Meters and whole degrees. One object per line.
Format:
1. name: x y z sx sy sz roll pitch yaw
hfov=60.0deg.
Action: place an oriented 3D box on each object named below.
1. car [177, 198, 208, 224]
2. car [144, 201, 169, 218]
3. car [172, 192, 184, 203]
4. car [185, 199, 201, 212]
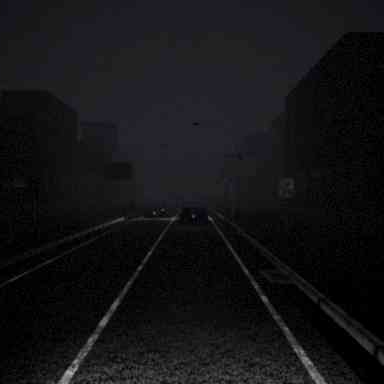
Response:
1. car: 0.103 1.396 23.648 1.882 1.535 5.008 0 0 0
2. car: -3.094 1.497 29.677 1.812 1.442 4.674 0 -1 0
3. car: -2.990 1.163 70.934 2.150 2.045 5.566 0 2 0
4. car: 0.100 1.625 41.165 1.812 1.442 4.674 0 -1 0
